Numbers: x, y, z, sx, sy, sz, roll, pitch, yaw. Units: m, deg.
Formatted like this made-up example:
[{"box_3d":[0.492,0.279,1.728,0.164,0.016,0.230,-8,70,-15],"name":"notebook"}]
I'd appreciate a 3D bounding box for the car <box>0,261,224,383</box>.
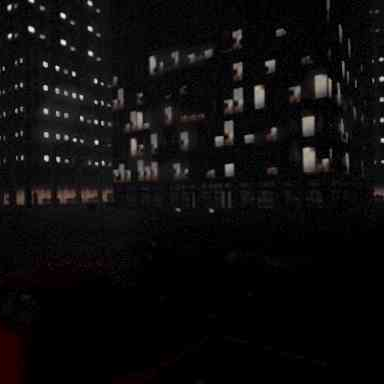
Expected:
[{"box_3d":[-1.774,1.562,4.163,4.507,1.381,1.887,0,-1,36],"name":"car"}]
